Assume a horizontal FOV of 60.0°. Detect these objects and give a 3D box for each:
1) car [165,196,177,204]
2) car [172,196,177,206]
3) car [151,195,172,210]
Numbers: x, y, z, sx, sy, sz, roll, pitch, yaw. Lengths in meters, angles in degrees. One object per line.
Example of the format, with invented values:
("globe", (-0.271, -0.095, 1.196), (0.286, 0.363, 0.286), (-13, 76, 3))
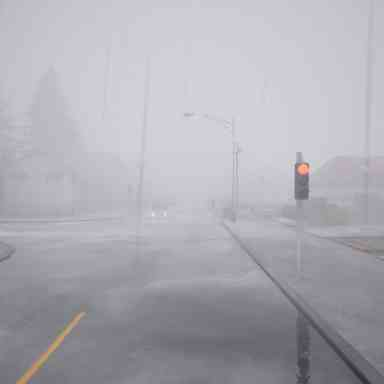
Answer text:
("car", (-3.869, 1.463, 62.378), (1.882, 1.535, 5.008), (0, 0, 1))
("car", (-3.934, 1.340, 52.305), (2.097, 1.767, 4.553), (0, 0, 0))
("car", (-3.971, 1.495, 42.263), (1.837, 1.490, 4.892), (0, 0, 0))
